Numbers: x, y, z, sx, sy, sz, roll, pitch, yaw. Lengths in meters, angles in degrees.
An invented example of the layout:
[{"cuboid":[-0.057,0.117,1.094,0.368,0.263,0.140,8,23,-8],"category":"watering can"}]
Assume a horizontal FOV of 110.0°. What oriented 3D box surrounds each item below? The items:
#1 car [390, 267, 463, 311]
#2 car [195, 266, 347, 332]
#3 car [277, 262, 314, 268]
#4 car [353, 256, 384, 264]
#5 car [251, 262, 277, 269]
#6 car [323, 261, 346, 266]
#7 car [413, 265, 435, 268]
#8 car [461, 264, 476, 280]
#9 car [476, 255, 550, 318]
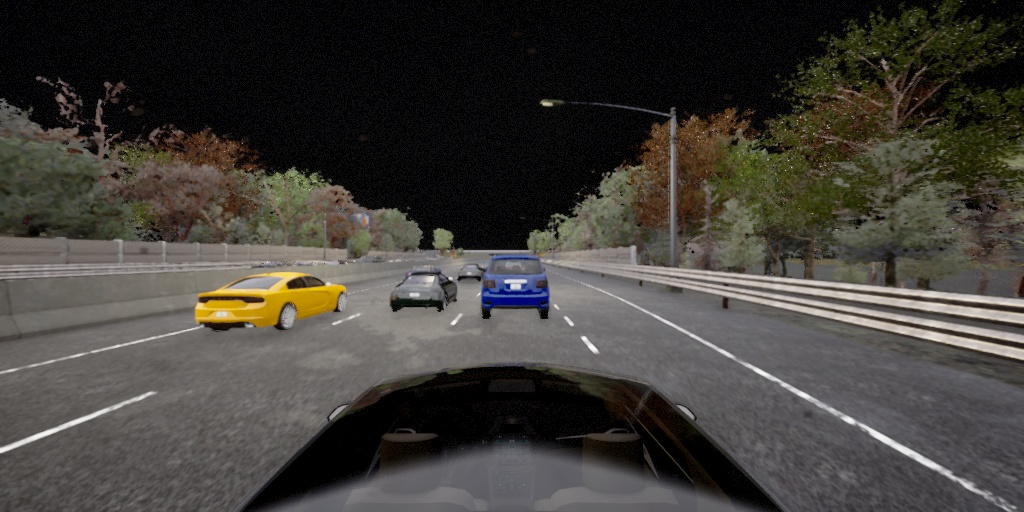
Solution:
[{"cuboid":[-3.397,1.330,14.524,1.994,1.385,4.181,0,0,0],"category":"car"},{"cuboid":[-6.897,1.239,10.999,1.882,1.535,5.008,0,0,0],"category":"car"},{"cuboid":[-24.574,1.418,41.672,1.895,1.301,4.718,0,0,0],"category":"car"},{"cuboid":[-17.569,1.046,44.033,2.150,2.045,5.566,0,0,0],"category":"car"},{"cuboid":[-28.069,1.366,42.215,2.033,1.411,5.357,0,0,0],"category":"car"},{"cuboid":[-21.071,1.345,42.548,1.812,1.442,4.674,0,0,0],"category":"car"},{"cuboid":[-6.892,1.390,28.549,1.895,1.301,4.718,0,0,0],"category":"car"},{"cuboid":[-3.390,1.357,30.480,1.994,1.385,4.181,0,0,0],"category":"car"},{"cuboid":[0.091,0.985,13.121,2.150,2.045,5.566,0,0,0],"category":"car"}]
